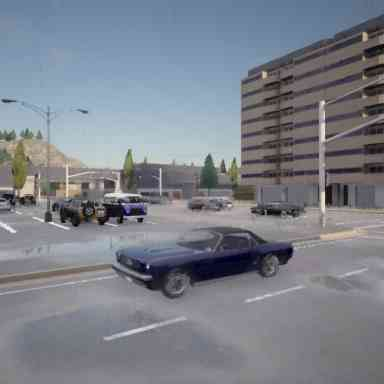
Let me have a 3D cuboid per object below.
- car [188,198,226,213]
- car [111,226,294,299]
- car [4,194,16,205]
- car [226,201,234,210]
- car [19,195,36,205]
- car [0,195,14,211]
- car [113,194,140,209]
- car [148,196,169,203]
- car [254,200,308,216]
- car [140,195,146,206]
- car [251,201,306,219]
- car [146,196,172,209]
[{"bbox_3d":[1.421,1.560,38.925,1.837,1.490,4.892,0,0,-35],"label":"car"},{"bbox_3d":[0.422,1.601,8.585,4.718,1.301,1.895,0,0,-36],"label":"car"},{"bbox_3d":[-29.731,1.212,53.677,1.905,1.878,3.866,0,0,-35],"label":"car"},{"bbox_3d":[3.248,1.547,42.399,2.128,1.511,4.902,0,0,-35],"label":"car"},{"bbox_3d":[-27.334,1.209,55.301,1.932,1.855,4.605,0,0,-35],"label":"car"},{"bbox_3d":[-21.872,1.451,37.845,1.970,1.475,3.806,0,0,-35],"label":"car"},{"bbox_3d":[-11.237,1.581,56.871,1.812,1.442,4.674,0,0,-35],"label":"car"},{"bbox_3d":[-7.042,1.546,69.299,2.128,1.511,4.902,0,0,-35],"label":"car"},{"bbox_3d":[9.027,1.603,34.263,2.033,1.411,5.357,0,0,-35],"label":"car"},{"bbox_3d":[-9.354,1.547,66.509,2.128,1.511,4.902,0,0,-35],"label":"car"},{"bbox_3d":[7.622,1.656,30.199,1.895,1.301,4.718,0,0,-35],"label":"car"},{"bbox_3d":[-5.065,1.548,54.145,2.128,1.511,4.902,0,0,-35],"label":"car"}]
